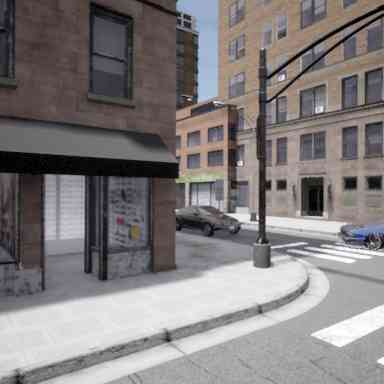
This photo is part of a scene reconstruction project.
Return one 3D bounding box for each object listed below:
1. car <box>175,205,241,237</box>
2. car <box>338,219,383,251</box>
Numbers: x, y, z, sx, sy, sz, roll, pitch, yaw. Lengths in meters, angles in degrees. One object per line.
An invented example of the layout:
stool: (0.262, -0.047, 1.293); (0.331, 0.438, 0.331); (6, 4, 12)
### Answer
car: (0.600, 1.442, 17.920); (1.812, 1.442, 4.674); (0, 0, -34)
car: (8.727, 1.528, 13.016); (5.357, 1.411, 2.033); (0, 0, 13)
